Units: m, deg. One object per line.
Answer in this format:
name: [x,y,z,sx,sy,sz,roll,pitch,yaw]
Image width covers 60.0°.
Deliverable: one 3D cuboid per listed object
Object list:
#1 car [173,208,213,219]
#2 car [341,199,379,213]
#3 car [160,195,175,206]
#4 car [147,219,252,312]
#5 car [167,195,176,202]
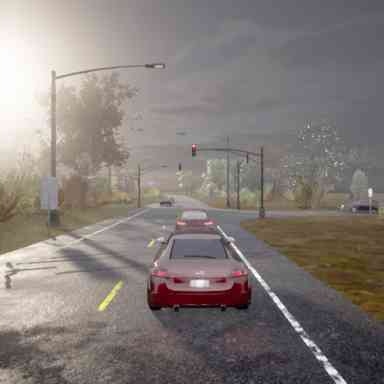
car: [0.067,1.525,16.566,1.812,1.442,4.674,0,0,-2]
car: [19.162,1.503,37.010,4.902,1.511,2.128,0,0,1]
car: [-4.140,1.601,53.175,1.895,1.301,4.718,0,0,-1]
car: [0.102,1.564,7.806,1.994,1.385,4.181,0,0,-1]
car: [-4.755,1.480,77.938,1.882,1.535,5.008,0,0,-2]
